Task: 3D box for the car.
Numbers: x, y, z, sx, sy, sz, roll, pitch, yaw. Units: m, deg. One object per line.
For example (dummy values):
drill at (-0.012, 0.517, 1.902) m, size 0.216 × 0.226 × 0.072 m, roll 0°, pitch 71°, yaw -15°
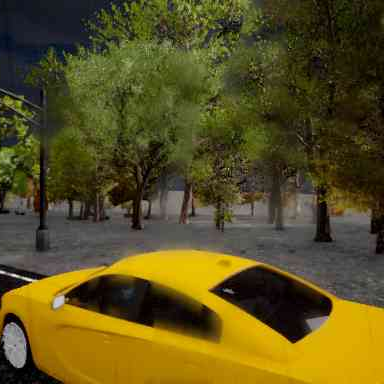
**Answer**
car at (-0.328, 1.464, 3.897) m, size 5.008 × 1.535 × 1.882 m, roll 0°, pitch 1°, yaw 35°
